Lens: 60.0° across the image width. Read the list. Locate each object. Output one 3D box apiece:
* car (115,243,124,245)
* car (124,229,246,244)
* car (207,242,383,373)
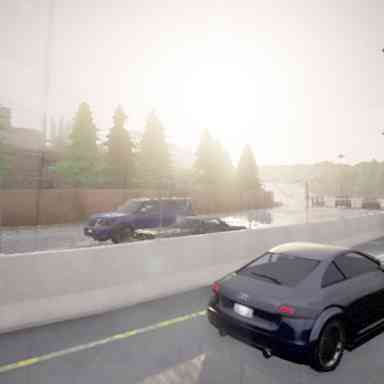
[{"bbox_3d":[-2.204,1.282,15.855,5.566,2.045,2.150,0,0,-41],"label":"car"},{"bbox_3d":[-0.019,1.647,13.130,4.718,1.301,1.895,0,0,-41],"label":"car"},{"bbox_3d":[2.274,1.579,5.758,4.181,1.385,1.994,0,0,-38],"label":"car"}]
